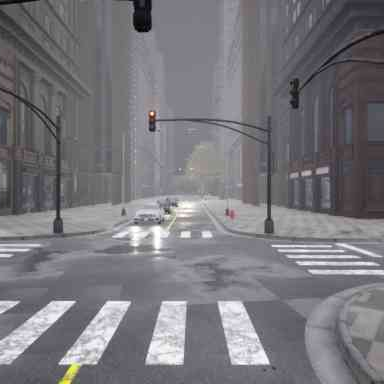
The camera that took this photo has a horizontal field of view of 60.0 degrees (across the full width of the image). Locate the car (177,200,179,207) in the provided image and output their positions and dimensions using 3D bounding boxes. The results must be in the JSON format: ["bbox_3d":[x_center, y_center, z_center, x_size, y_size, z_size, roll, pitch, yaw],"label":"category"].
[{"bbox_3d":[-2.999,1.494,48.659,1.882,1.535,5.008,0,0,1],"label":"car"}]

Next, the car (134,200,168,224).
[{"bbox_3d":[-3.060,1.525,24.588,1.812,1.442,4.674,0,0,0],"label":"car"}]

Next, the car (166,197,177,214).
[{"bbox_3d":[-3.044,1.549,34.997,2.033,1.411,5.357,0,0,0],"label":"car"}]
